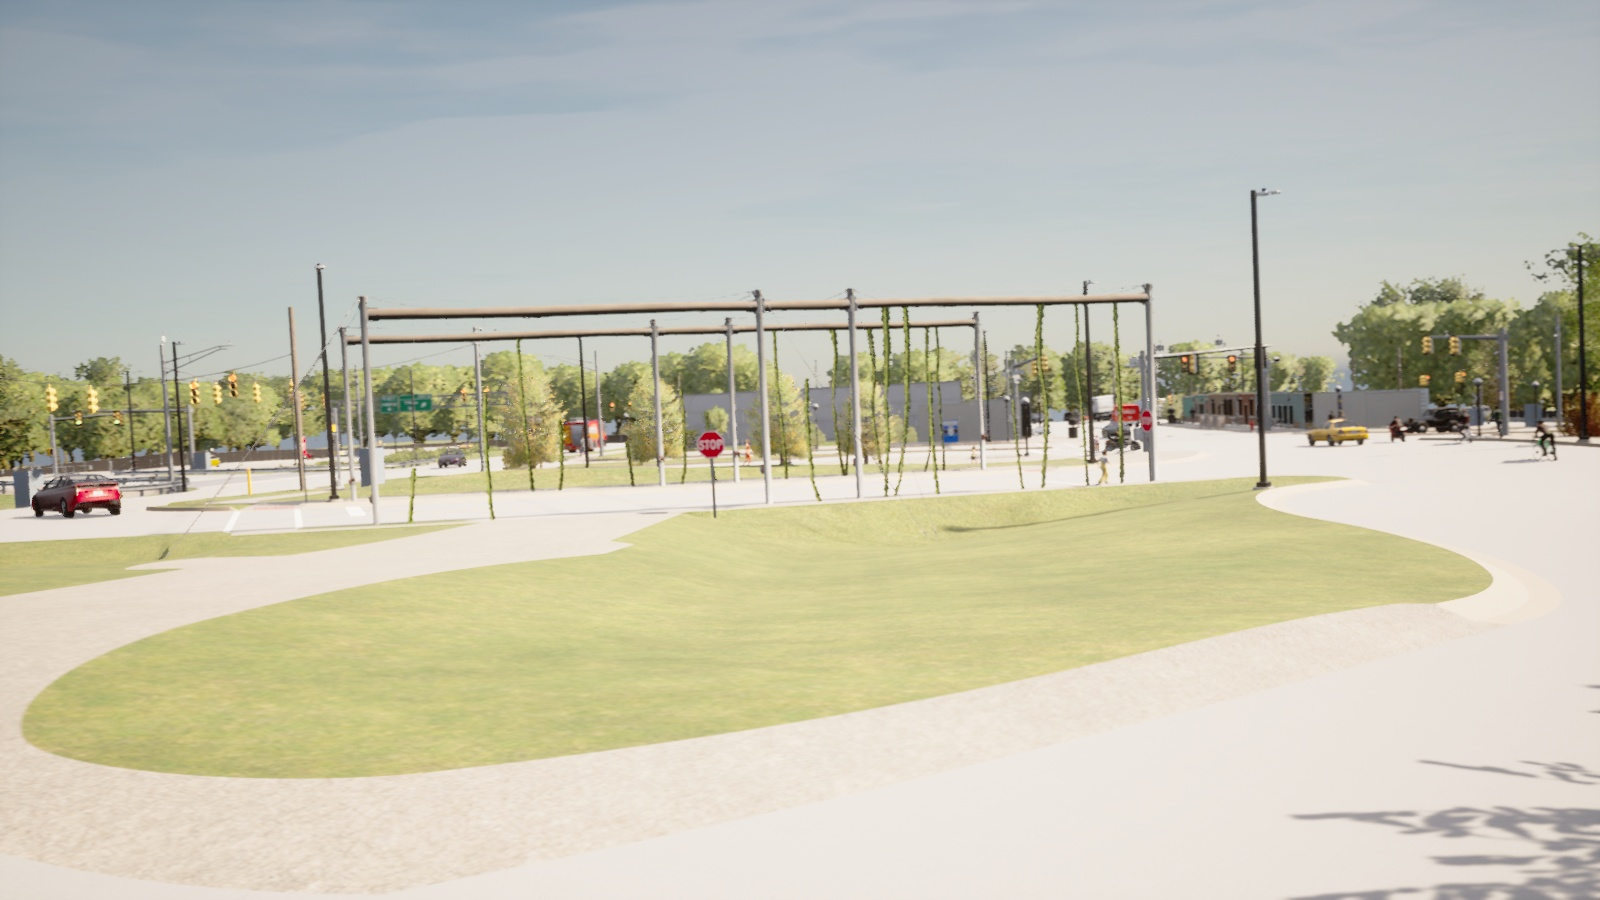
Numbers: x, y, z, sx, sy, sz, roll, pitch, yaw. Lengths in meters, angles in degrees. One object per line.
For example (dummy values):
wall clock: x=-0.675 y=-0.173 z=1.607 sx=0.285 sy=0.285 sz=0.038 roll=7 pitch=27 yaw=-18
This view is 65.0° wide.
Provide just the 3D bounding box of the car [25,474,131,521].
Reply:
car: x=-26.211 y=1.693 z=45.531 sx=4.514 sy=1.525 sz=2.007 roll=-1 pitch=2 yaw=43

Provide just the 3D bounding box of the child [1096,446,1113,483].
child: x=10.666 y=0.516 z=43.997 sx=0.437 sy=1.263 sz=0.270 roll=-4 pitch=3 yaw=-21

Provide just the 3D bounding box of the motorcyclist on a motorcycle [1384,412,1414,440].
motorcyclist on a motorcycle: x=33.785 y=-1.360 z=70.874 sx=0.797 sy=1.523 sz=2.044 roll=-3 pitch=1 yaw=4

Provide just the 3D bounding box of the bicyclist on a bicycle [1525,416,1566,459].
bicyclist on a bicycle: x=29.185 y=-0.498 z=49.162 sx=0.582 sy=1.620 sz=1.656 roll=-4 pitch=1 yaw=3

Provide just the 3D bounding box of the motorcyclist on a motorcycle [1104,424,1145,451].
motorcyclist on a motorcycle: x=20.720 y=-0.796 z=80.195 sx=2.350 sy=1.649 sz=0.766 roll=-1 pitch=3 yaw=30

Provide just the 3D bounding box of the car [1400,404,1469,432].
car: x=44.578 y=-2.279 z=88.235 sx=3.866 sy=1.878 sz=1.905 roll=-1 pitch=2 yaw=-2

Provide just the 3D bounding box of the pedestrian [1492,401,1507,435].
pedestrian: x=39.393 y=-1.798 z=70.731 sx=0.353 sy=1.847 sz=0.614 roll=-4 pitch=2 yaw=-8

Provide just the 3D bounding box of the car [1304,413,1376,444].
car: x=30.068 y=-1.193 z=70.071 sx=1.801 sy=1.575 sz=5.366 roll=-3 pitch=1 yaw=2
